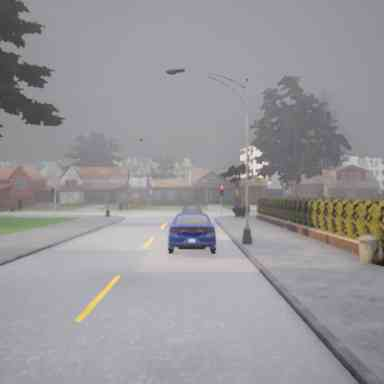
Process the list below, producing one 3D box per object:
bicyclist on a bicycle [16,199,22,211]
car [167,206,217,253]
[{"bbox_3d":[-24.178,1.791,46.610,0.582,1.620,1.656,0,0,0],"label":"bicyclist on a bicycle"},{"bbox_3d":[0.002,1.616,14.490,1.882,1.535,5.008,0,0,0],"label":"car"}]
